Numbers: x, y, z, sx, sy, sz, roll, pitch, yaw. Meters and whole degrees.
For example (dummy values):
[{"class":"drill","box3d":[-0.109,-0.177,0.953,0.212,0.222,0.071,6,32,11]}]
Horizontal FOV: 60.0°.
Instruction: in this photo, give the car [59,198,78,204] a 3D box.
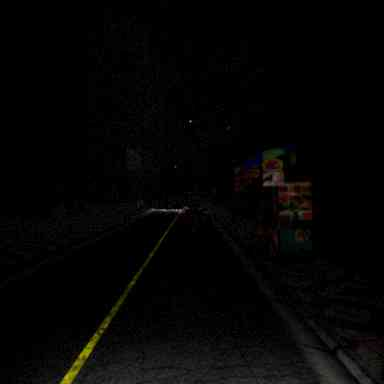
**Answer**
[{"class":"car","box3d":[-24.225,1.857,65.941,4.206,1.307,1.802,0,-2,0]}]

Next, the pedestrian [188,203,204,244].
[{"class":"pedestrian","box3d":[0.168,1.305,14.394,0.375,1.860,0.375,2,-2,-10]}]

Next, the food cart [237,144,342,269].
[{"class":"food cart","box3d":[3.134,0.474,11.973,2.280,3.560,4.660,-2,-2,0]}]

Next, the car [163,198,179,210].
[{"class":"car","box3d":[-2.854,1.586,45.571,1.837,1.490,4.892,0,-1,1]}]

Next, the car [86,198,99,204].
[{"class":"car","box3d":[-18.739,1.838,65.926,4.313,1.339,1.947,0,-2,0]}]

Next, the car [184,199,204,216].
[{"class":"car","box3d":[0.224,1.597,33.720,2.033,1.411,5.357,0,0,0]}]

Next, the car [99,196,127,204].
[{"class":"car","box3d":[-13.309,1.467,57.394,4.097,1.590,1.967,0,-2,-1]}]

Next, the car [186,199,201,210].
[{"class":"car","box3d":[0.216,1.643,45.118,1.994,1.385,4.181,0,0,2]}]
